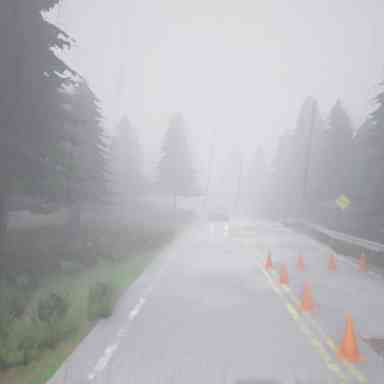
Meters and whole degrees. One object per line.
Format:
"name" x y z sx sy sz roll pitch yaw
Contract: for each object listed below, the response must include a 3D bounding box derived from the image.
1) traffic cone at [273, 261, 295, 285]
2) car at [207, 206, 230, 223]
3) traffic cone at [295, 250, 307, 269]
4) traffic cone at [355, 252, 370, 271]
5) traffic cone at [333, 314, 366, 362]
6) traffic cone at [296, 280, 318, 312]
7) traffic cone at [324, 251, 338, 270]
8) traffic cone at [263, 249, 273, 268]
"traffic cone" 2.435 2.119 8.811 0.340 0.580 0.340 2 -1 2
"car" 2.390 1.933 29.788 2.033 1.411 5.357 1 -1 5
"traffic cone" 3.508 2.167 10.770 0.340 0.580 0.340 1 -1 3
"traffic cone" 5.501 2.219 10.695 0.340 0.580 0.340 1 -1 3
"traffic cone" 2.280 2.073 4.814 0.340 0.580 0.340 2 -1 2
"traffic cone" 2.357 2.096 6.813 0.340 0.580 0.340 2 -1 2
"traffic cone" 4.504 2.193 10.732 0.340 0.580 0.340 1 -1 3
"traffic cone" 2.513 2.141 10.809 0.340 0.580 0.340 1 -1 2
